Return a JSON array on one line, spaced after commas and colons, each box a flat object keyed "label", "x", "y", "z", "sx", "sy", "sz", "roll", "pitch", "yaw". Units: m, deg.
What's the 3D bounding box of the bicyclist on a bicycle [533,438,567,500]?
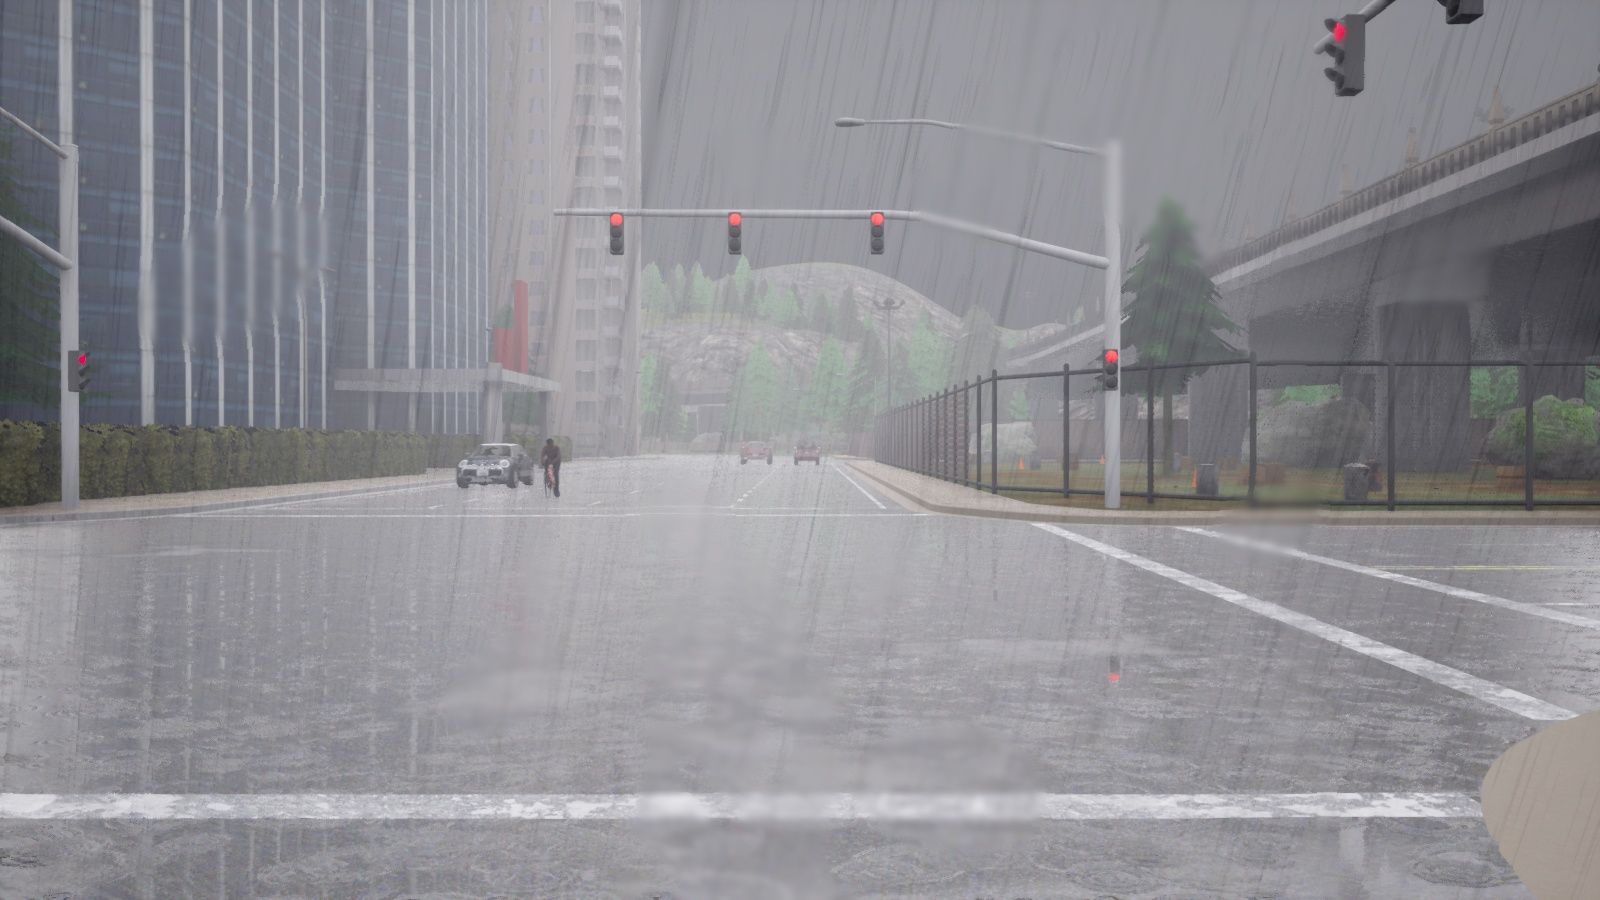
[{"label": "bicyclist on a bicycle", "x": -6.807, "y": 0.500, "z": 34.281, "sx": 0.582, "sy": 1.620, "sz": 1.656, "roll": 0, "pitch": 1, "yaw": 0}]

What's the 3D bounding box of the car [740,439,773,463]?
[{"label": "car", "x": -3.025, "y": 0.023, "z": 88.617, "sx": 2.152, "sy": 1.651, "sz": 5.027, "roll": 0, "pitch": 0, "yaw": 0}]

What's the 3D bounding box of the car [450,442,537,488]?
[{"label": "car", "x": -10.264, "y": 0.465, "z": 42.342, "sx": 1.970, "sy": 1.475, "sz": 3.806, "roll": 0, "pitch": 0, "yaw": 0}]

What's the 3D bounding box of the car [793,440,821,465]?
[{"label": "car", "x": 0.474, "y": 0.158, "z": 86.290, "sx": 1.851, "sy": 1.617, "sz": 3.988, "roll": 0, "pitch": 0, "yaw": 0}]
